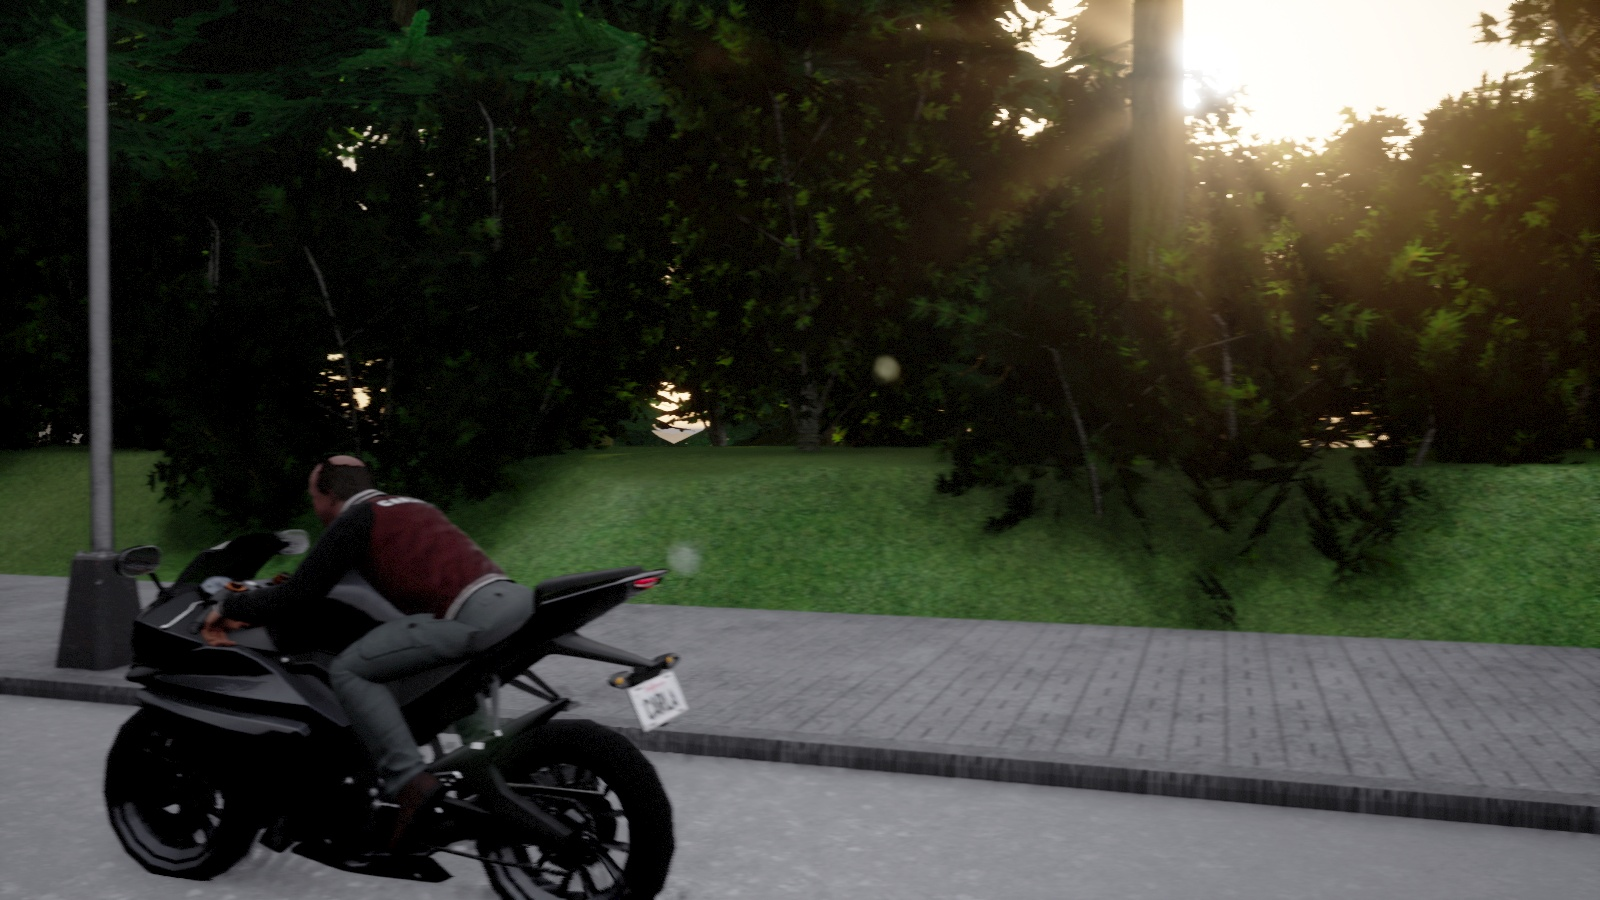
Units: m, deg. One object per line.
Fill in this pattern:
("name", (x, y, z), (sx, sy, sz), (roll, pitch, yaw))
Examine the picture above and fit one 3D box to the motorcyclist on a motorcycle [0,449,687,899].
("motorcyclist on a motorcycle", (-1.569, 0.782, 4.249), (2.191, 1.530, 0.866), (1, 1, 19))
